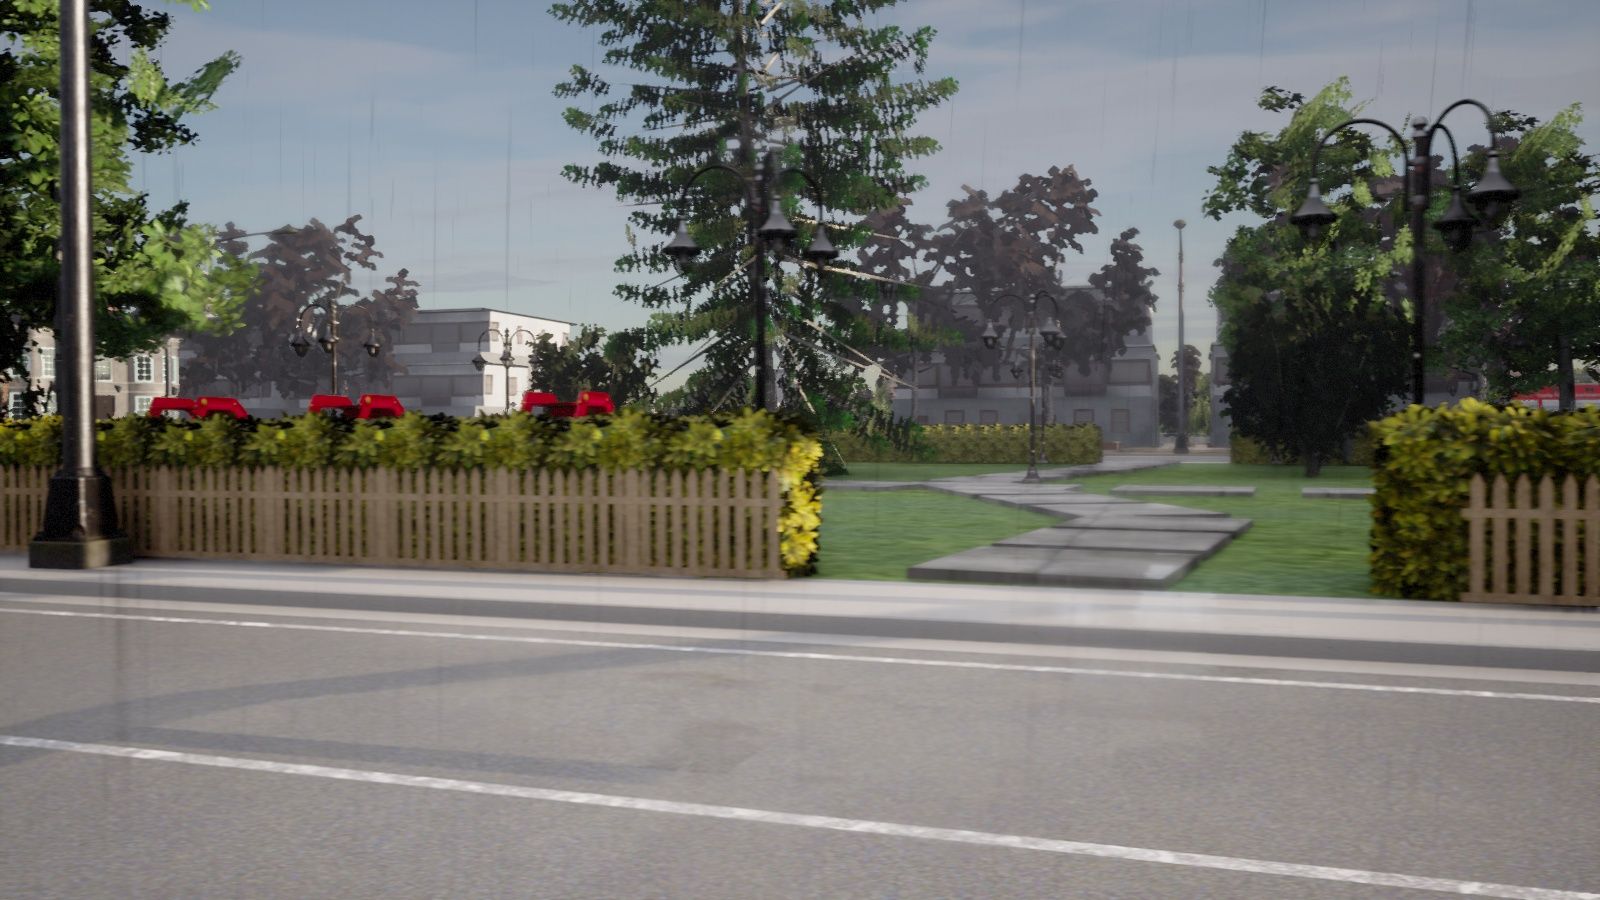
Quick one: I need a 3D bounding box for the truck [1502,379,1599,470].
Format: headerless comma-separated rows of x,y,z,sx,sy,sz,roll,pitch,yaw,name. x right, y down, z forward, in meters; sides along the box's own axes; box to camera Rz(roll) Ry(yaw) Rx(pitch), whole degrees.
35.246,-1.066,53.918,8.468,3.827,2.891,1,1,19,truck
